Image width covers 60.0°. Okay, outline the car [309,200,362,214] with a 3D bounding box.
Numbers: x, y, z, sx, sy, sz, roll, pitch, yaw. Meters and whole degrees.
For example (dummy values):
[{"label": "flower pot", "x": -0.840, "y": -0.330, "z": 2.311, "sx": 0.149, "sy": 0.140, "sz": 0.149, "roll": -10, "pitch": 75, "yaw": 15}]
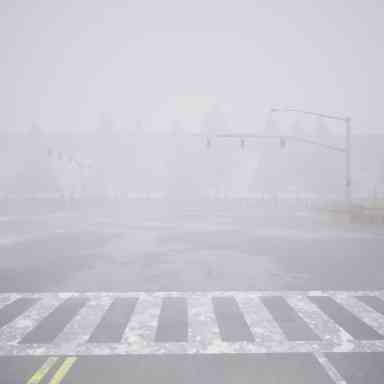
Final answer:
[{"label": "car", "x": 15.411, "y": 1.547, "z": 35.539, "sx": 5.357, "sy": 1.411, "sz": 2.033, "roll": 0, "pitch": 0, "yaw": -2}]
